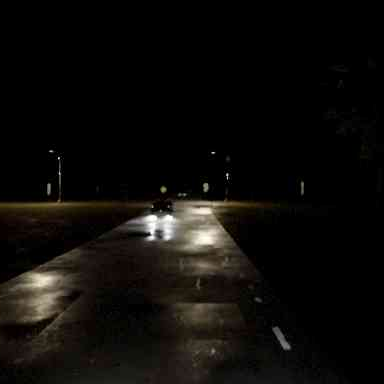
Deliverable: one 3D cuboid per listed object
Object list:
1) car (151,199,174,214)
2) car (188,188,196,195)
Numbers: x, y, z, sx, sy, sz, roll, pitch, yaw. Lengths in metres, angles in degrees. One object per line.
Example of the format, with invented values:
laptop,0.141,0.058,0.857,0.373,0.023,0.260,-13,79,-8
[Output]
car,-2.757,1.328,31.564,1.895,1.301,4.718,0,1,0
car,0.022,-0.041,90.638,1.994,1.385,4.181,0,1,0
